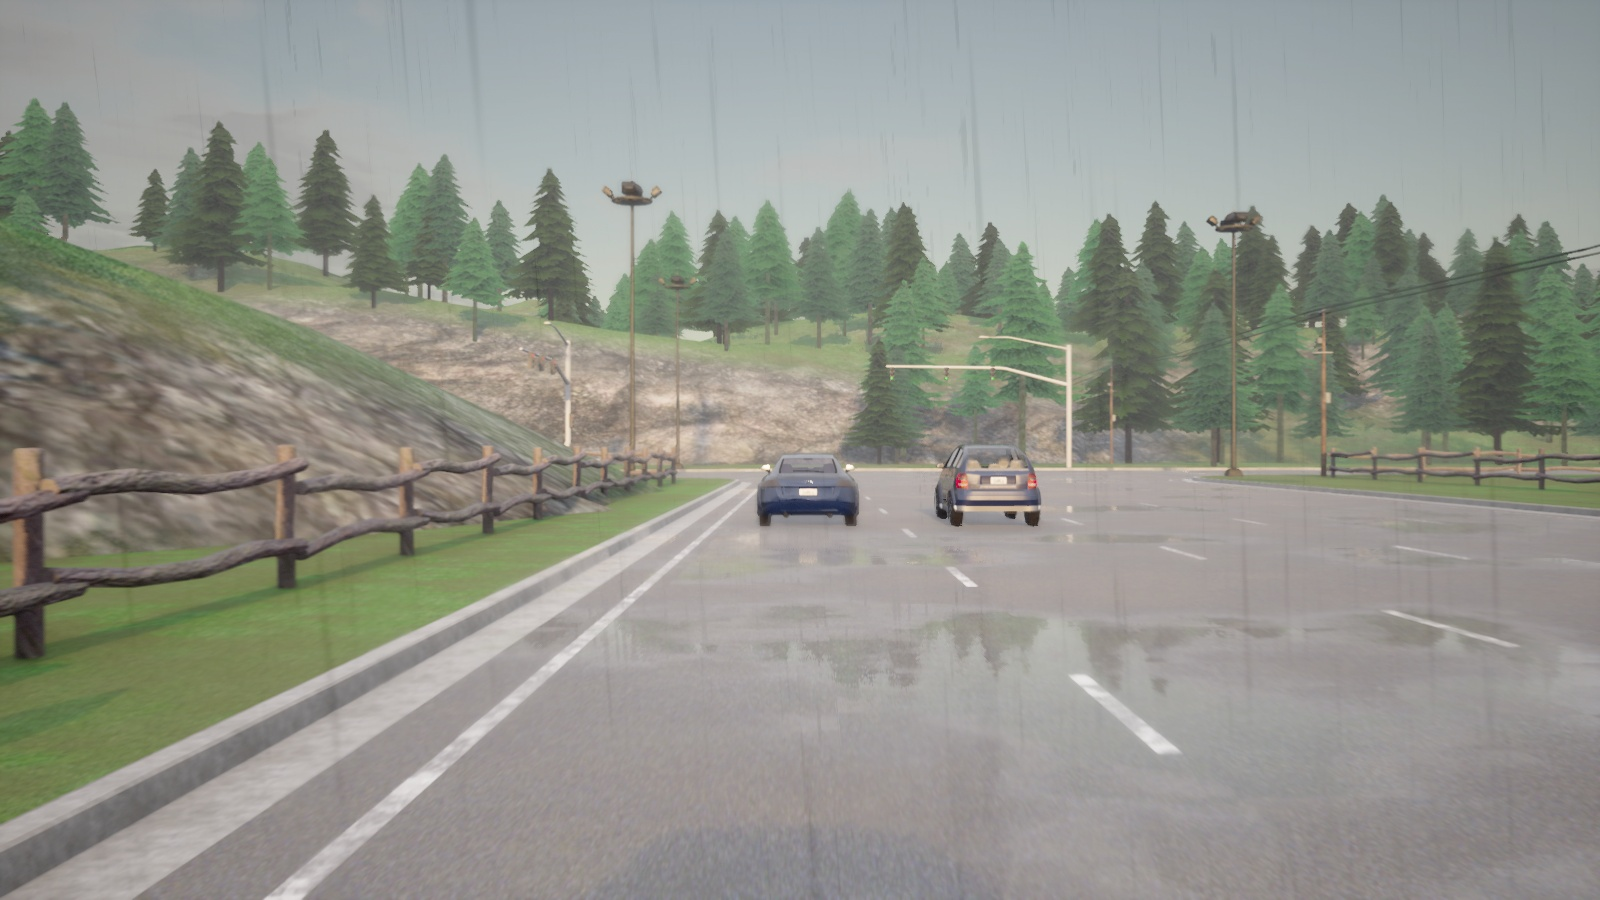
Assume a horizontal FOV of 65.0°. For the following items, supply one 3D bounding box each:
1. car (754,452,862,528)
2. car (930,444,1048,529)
[{"bbox_3d":[0.161,0.745,25.422,1.994,1.385,4.181,0,0,0],"label":"car"},{"bbox_3d":[3.659,0.664,24.909,1.789,1.549,3.705,0,0,0],"label":"car"}]
